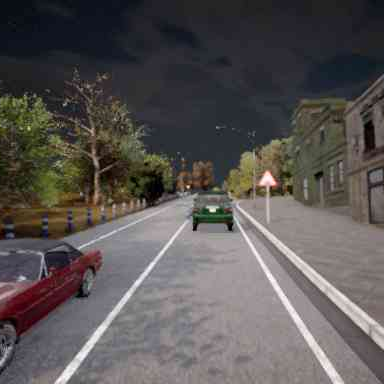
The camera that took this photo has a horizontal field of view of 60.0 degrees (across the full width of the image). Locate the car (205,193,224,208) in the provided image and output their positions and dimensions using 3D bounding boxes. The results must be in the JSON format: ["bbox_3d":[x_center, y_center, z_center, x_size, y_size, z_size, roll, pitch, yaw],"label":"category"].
[{"bbox_3d":[2.588,0.882,37.619,1.882,1.535,5.008,0,1,6],"label":"car"}]

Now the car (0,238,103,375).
[{"bbox_3d":[-3.124,1.565,5.614,1.895,1.301,4.718,0,1,3],"label":"car"}]

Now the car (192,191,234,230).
[{"bbox_3d":[1.207,0.952,19.170,2.150,2.045,5.566,0,1,4],"label":"car"}]
